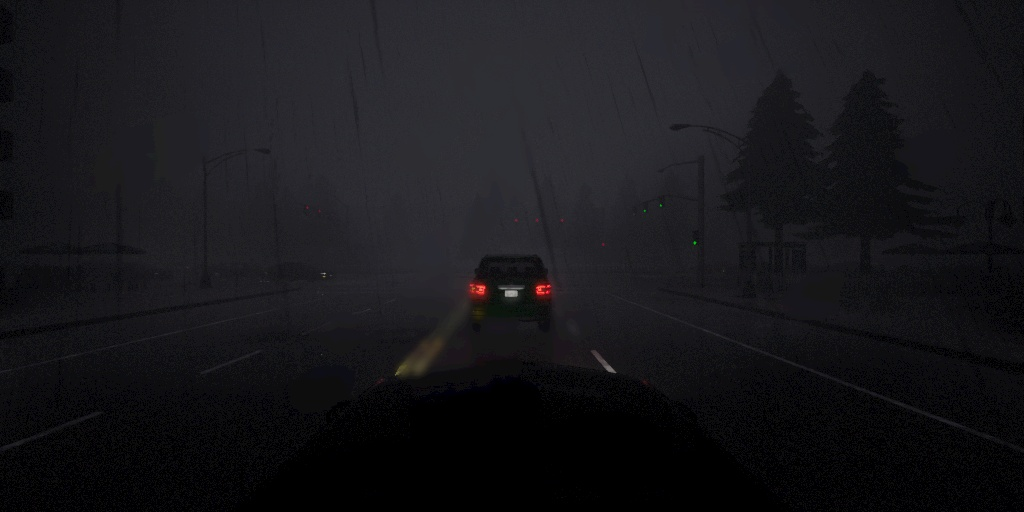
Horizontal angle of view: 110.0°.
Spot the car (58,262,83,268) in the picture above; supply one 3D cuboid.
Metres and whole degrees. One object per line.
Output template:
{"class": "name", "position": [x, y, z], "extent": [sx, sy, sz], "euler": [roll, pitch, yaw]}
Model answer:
{"class": "car", "position": [-34.480, 1.201, 30.311], "extent": [4.892, 1.490, 1.837], "euler": [0, 0, -4]}

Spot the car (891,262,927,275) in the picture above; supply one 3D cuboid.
{"class": "car", "position": [42.726, 1.295, 37.287], "extent": [4.718, 1.301, 1.895], "euler": [0, 0, 12]}

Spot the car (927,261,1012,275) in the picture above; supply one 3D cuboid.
{"class": "car", "position": [43.066, 1.187, 33.581], "extent": [4.902, 1.511, 2.128], "euler": [0, 0, 13]}

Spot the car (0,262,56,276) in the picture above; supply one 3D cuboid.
{"class": "car", "position": [-45.032, 1.242, 32.628], "extent": [5.357, 1.411, 2.033], "euler": [0, 0, -17]}

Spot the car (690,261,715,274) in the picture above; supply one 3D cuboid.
{"class": "car", "position": [21.507, 1.220, 38.202], "extent": [4.674, 1.442, 1.812], "euler": [0, 0, 0]}

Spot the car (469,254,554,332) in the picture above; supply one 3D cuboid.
{"class": "car", "position": [-0.018, 0.971, 11.060], "extent": [2.150, 2.045, 5.566], "euler": [0, 0, 0]}

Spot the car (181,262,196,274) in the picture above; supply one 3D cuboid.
{"class": "car", "position": [-35.896, 1.295, 37.619], "extent": [4.718, 1.301, 1.895], "euler": [0, 0, -3]}

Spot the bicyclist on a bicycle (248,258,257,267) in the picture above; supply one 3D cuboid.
{"class": "bicyclist on a bicycle", "position": [-30.088, 0.995, 41.582], "extent": [0.582, 1.620, 1.656], "euler": [0, 0, 0]}

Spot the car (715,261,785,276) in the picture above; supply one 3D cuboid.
{"class": "car", "position": [22.954, 1.186, 34.707], "extent": [4.902, 1.511, 2.128], "euler": [0, 0, 0]}

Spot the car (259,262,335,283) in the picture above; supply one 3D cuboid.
{"class": "car", "position": [-15.754, 1.201, 26.761], "extent": [4.892, 1.490, 1.837], "euler": [0, -1, 7]}

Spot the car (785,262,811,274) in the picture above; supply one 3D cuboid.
{"class": "car", "position": [30.612, 1.295, 38.206], "extent": [4.718, 1.301, 1.895], "euler": [0, 0, 1]}

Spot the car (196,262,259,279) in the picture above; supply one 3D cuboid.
{"class": "car", "position": [-23.238, 1.242, 30.652], "extent": [5.357, 1.411, 2.033], "euler": [0, 0, -1]}

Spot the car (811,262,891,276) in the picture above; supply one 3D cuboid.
{"class": "car", "position": [32.705, 1.242, 34.701], "extent": [5.357, 1.411, 2.033], "euler": [0, 0, 1]}

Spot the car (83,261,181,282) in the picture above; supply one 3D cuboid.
{"class": "car", "position": [-28.552, 1.172, 27.054], "extent": [5.008, 1.535, 1.882], "euler": [0, 0, -1]}
